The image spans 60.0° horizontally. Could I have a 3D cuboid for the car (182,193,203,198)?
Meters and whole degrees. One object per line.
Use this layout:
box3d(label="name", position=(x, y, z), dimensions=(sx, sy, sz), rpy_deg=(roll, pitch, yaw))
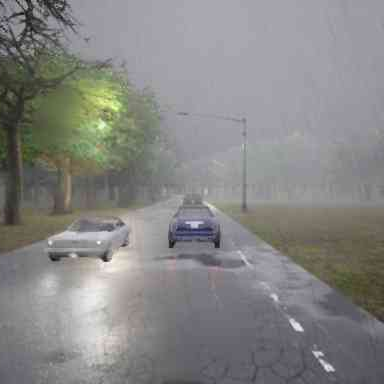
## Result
box3d(label="car", position=(0.097, 1.178, 37.181), dimensions=(2.150, 2.045, 5.566), rpy_deg=(0, 0, 0))

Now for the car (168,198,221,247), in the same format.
box3d(label="car", position=(0.098, 1.329, 15.034), dimensions=(2.097, 1.767, 4.553), rpy_deg=(0, 0, 0))

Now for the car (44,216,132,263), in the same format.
box3d(label="car", position=(-3.500, 1.582, 12.074), dimensions=(1.895, 1.301, 4.718), rpy_deg=(0, 0, 0))
